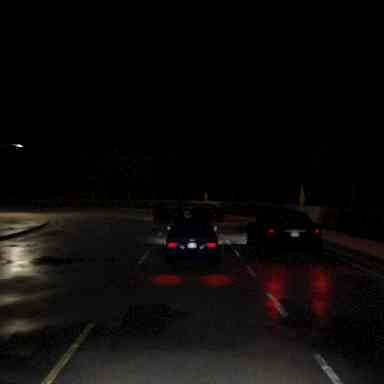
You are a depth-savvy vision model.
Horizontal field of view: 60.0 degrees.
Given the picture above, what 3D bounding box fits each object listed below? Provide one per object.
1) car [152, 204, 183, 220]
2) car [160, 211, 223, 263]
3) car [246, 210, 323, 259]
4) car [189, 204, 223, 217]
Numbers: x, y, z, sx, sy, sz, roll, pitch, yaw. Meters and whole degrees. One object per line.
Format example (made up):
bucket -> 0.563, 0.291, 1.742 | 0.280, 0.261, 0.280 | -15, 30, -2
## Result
car -> -2.202, 1.785, 29.420 | 1.882, 1.535, 5.008 | 0, 0, -19
car -> 0.003, 1.679, 12.501 | 2.033, 1.411, 5.357 | 0, -1, 0
car -> 3.503, 1.492, 13.418 | 2.097, 1.767, 4.553 | 0, -1, 0
car -> 1.182, 1.794, 30.310 | 1.882, 1.535, 5.008 | 0, 0, -19
